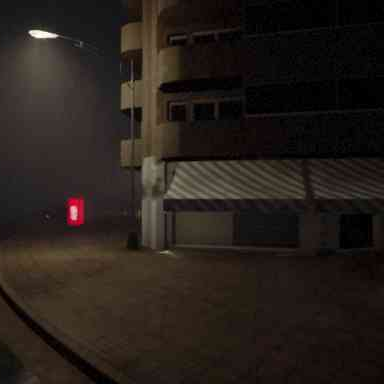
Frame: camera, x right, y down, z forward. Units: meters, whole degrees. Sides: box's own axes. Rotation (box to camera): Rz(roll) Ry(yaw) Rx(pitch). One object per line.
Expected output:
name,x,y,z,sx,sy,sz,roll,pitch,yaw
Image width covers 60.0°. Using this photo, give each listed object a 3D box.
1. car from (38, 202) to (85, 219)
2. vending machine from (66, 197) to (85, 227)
car,-12.573,1.886,31.960,1.895,1.301,4.718,0,-1,9
vending machine,-8.333,1.409,23.828,1.100,2.100,0.880,0,-1,-5
